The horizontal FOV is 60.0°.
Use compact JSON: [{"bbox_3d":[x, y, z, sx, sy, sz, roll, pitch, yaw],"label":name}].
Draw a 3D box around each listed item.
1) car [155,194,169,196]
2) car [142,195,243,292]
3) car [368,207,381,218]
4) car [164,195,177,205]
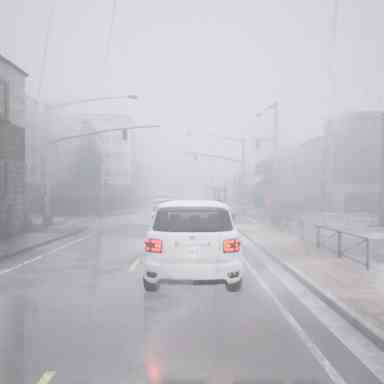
[{"bbox_3d":[-3.636,1.222,40.867,2.150,2.045,5.566,0,0,-1],"label":"car"},{"bbox_3d":[0.035,1.221,9.080,2.150,2.045,5.566,0,0,1],"label":"car"},{"bbox_3d":[18.408,1.740,30.271,4.181,1.385,1.994,0,0,0],"label":"car"},{"bbox_3d":[-3.693,1.351,58.242,2.097,1.767,4.553,0,0,0],"label":"car"}]
